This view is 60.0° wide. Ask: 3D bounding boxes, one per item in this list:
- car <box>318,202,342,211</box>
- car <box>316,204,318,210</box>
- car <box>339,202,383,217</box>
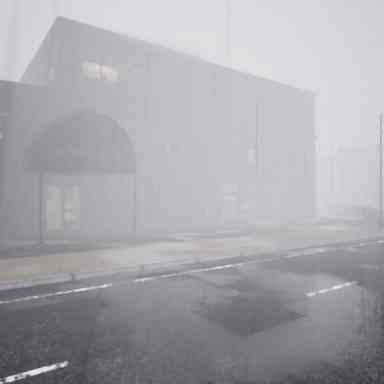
[{"bbox_3d":[21.932,2.234,50.034,2.008,1.369,4.403,-1,0,-36],"label":"car"},{"bbox_3d":[18.718,2.328,54.540,1.802,1.307,4.206,-1,0,-36],"label":"car"},{"bbox_3d":[19.857,2.160,38.305,1.947,1.339,4.313,-1,0,-36],"label":"car"}]
